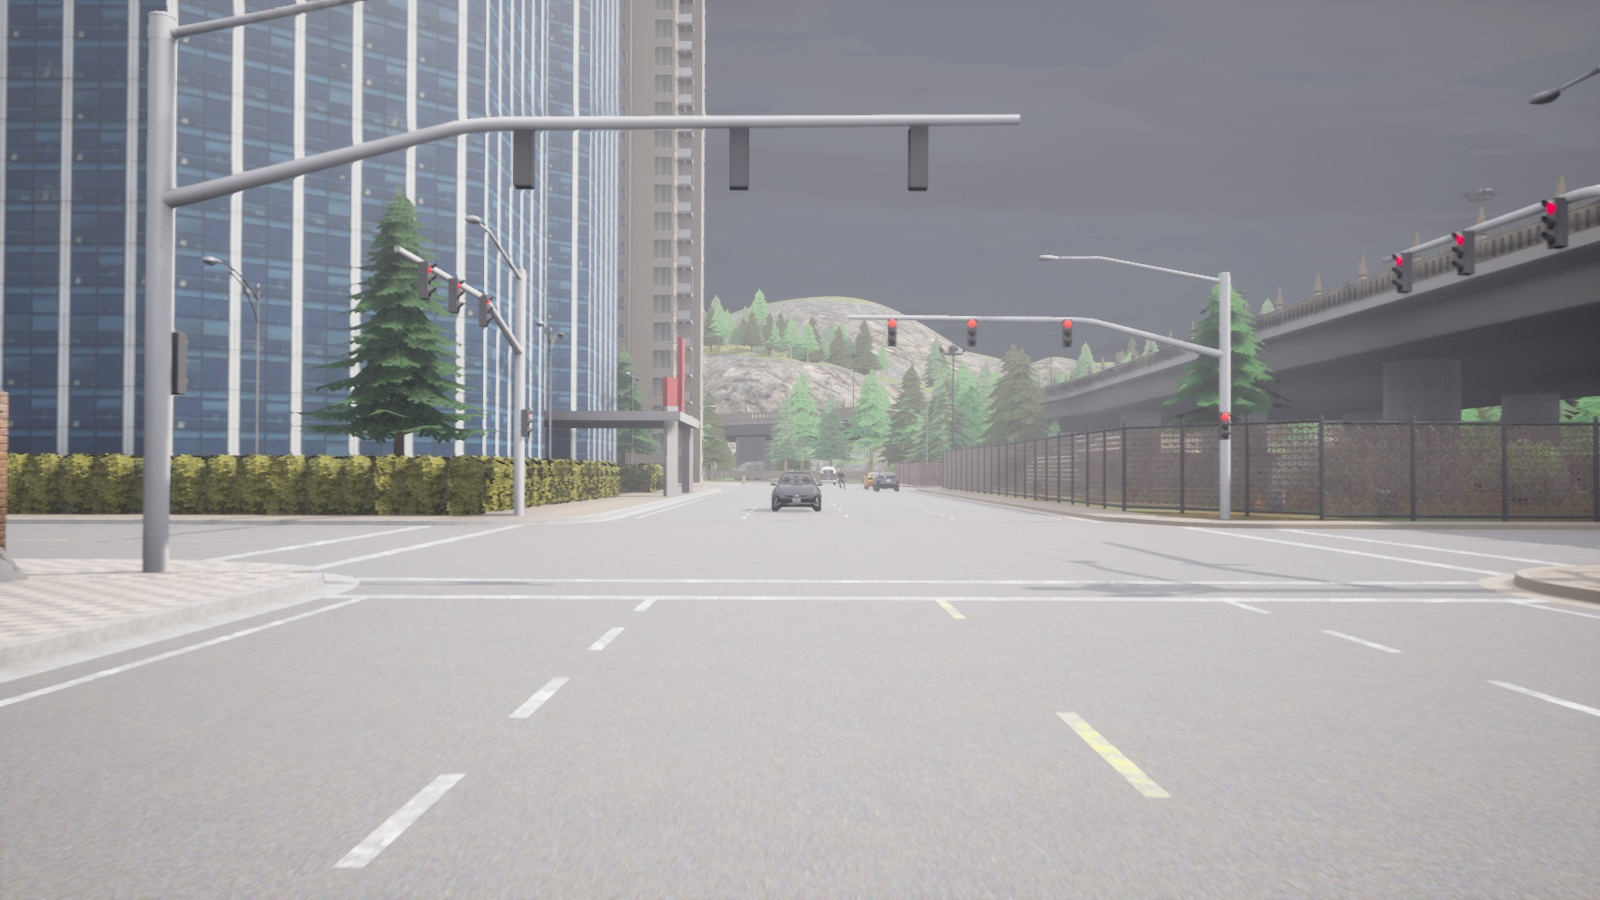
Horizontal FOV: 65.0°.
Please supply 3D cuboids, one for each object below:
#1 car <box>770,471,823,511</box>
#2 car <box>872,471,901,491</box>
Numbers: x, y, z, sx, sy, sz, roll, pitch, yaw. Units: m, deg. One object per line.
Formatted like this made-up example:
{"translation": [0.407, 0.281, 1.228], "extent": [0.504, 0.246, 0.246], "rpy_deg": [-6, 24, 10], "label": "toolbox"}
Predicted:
{"translation": [-0.123, 1.596, 49.808], "extent": [2.007, 1.525, 4.514], "rpy_deg": [0, -1, 0], "label": "car"}
{"translation": [6.760, 2.381, 98.389], "extent": [2.007, 1.525, 4.514], "rpy_deg": [0, -1, 0], "label": "car"}
